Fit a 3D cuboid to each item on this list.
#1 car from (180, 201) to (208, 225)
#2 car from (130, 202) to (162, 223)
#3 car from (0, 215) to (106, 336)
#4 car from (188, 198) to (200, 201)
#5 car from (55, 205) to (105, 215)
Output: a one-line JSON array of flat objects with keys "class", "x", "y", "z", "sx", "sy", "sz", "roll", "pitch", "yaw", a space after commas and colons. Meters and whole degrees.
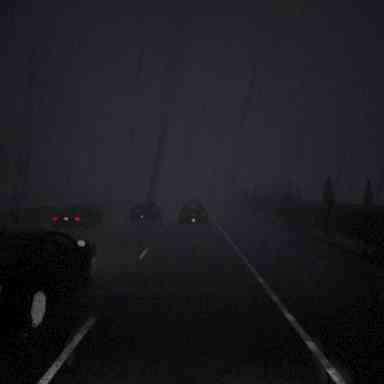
[{"class": "car", "x": 0.103, "y": 1.578, "z": 24.078, "sx": 1.895, "sy": 1.301, "sz": 4.718, "roll": 0, "pitch": 0, "yaw": 0}, {"class": "car", "x": -3.397, "y": 1.468, "z": 25.054, "sx": 2.128, "sy": 1.511, "sz": 4.902, "roll": 0, "pitch": 0, "yaw": 0}, {"class": "car", "x": -3.399, "y": 1.471, "z": 6.753, "sx": 1.882, "sy": 1.535, "sz": 5.008, "roll": 0, "pitch": 0, "yaw": 0}, {"class": "car", "x": 0.219, "y": 1.467, "z": 41.614, "sx": 1.837, "sy": 1.490, "sz": 4.892, "roll": 0, "pitch": 0, "yaw": 1}, {"class": "car", "x": -6.898, "y": 1.528, "z": 20.740, "sx": 2.033, "sy": 1.411, "sz": 5.357, "roll": 0, "pitch": 0, "yaw": 0}]
